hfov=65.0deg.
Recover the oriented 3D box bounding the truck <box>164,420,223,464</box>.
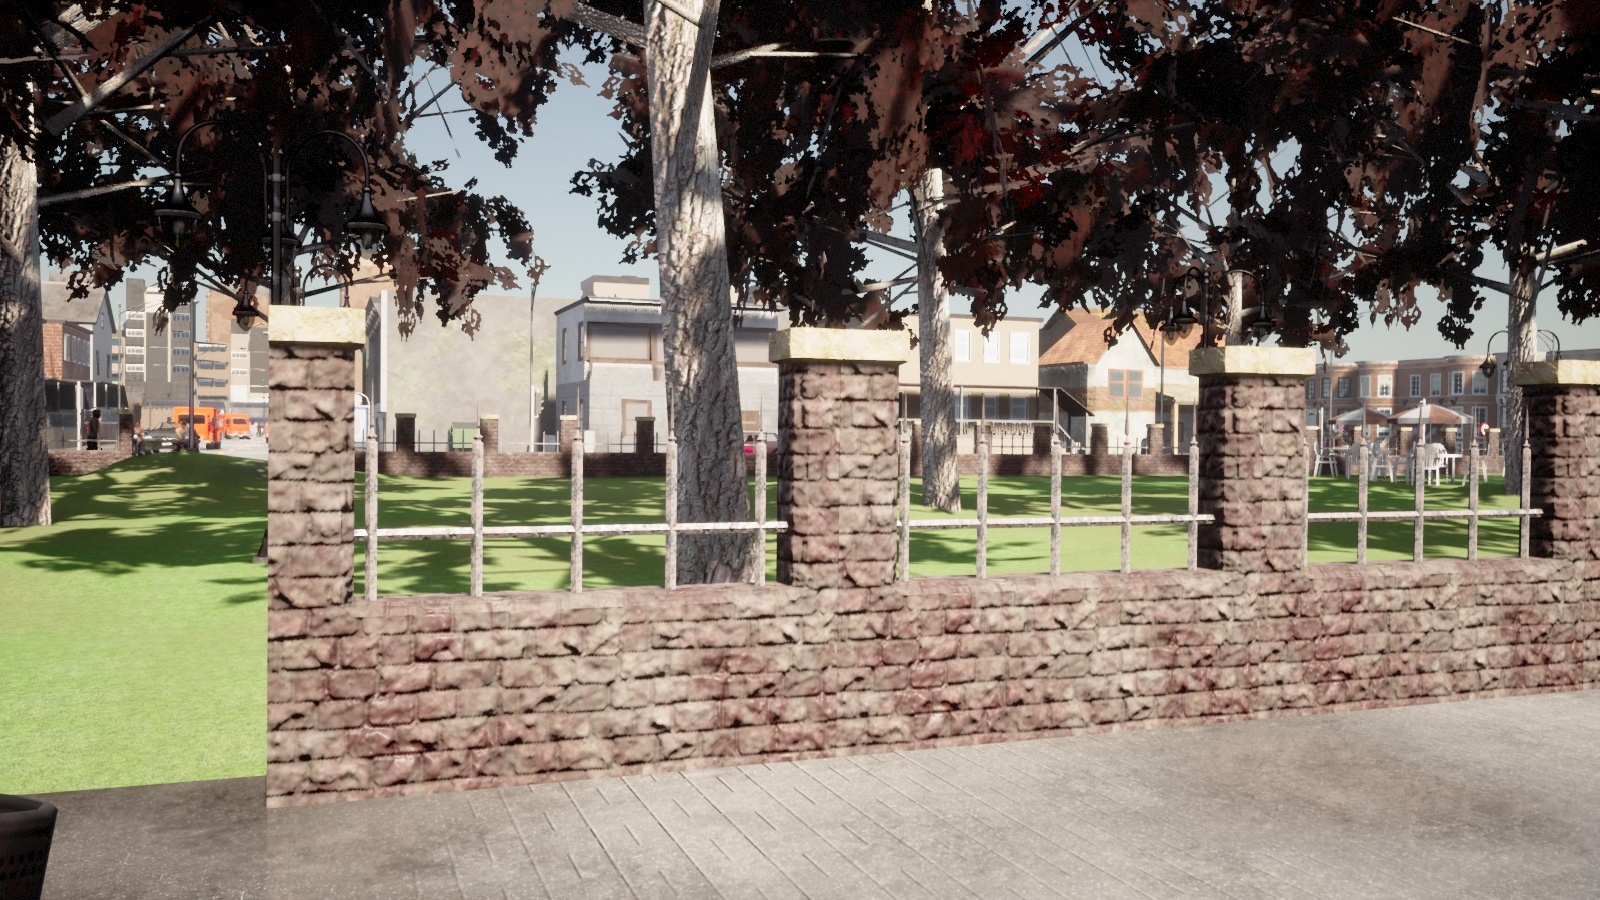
[{"bbox_3d":[-35.238,-0.498,73.091,2.627,2.467,5.204,-1,1,-21],"label":"truck"}]

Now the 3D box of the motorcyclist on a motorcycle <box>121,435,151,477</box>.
[{"bbox_3d":[-26.591,0.216,50.335,0.766,1.649,2.350,-1,1,-21],"label":"motorcyclist on a motorcycle"}]

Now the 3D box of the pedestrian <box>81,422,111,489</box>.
[{"bbox_3d":[-19.517,0.152,34.813,0.634,1.846,0.331,-1,1,-20],"label":"pedestrian"}]

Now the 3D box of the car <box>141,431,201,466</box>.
[{"bbox_3d":[-31.101,-0.100,62.213,2.152,1.651,5.027,-1,1,-21],"label":"car"}]

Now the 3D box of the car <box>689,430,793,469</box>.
[{"bbox_3d":[-2.411,-0.043,51.313,3.806,1.475,1.970,-1,1,-21],"label":"car"}]
